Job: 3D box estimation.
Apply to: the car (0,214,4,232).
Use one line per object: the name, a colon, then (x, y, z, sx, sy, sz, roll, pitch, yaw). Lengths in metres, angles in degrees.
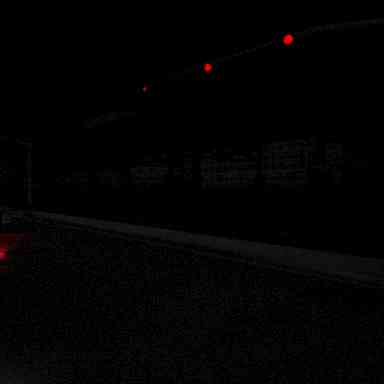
car: (-11.491, 1.341, 17.706, 1.812, 1.442, 4.674, -1, 1, -44)
